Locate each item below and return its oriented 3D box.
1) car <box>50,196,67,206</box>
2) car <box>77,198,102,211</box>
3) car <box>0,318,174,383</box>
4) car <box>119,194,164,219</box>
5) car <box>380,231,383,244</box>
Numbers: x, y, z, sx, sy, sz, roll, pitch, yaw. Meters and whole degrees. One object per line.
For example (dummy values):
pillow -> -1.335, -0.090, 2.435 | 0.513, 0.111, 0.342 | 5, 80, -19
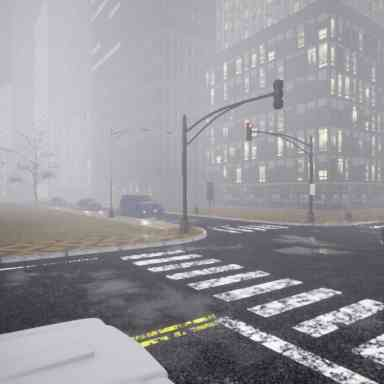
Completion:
car -> -21.776, 1.505, 54.213 | 1.837, 1.490, 4.892 | 0, 0, -35
car -> -12.778, 1.482, 41.315 | 1.882, 1.535, 5.008 | 0, 0, -35
car -> -2.297, 1.601, 1.804 | 4.718, 1.301, 1.895 | 0, 0, -36
car -> -4.622, 1.230, 29.749 | 2.150, 2.045, 5.566 | 0, 0, -36
car -> 8.629, 1.496, 10.399 | 2.128, 1.511, 4.902 | 0, 0, -33
